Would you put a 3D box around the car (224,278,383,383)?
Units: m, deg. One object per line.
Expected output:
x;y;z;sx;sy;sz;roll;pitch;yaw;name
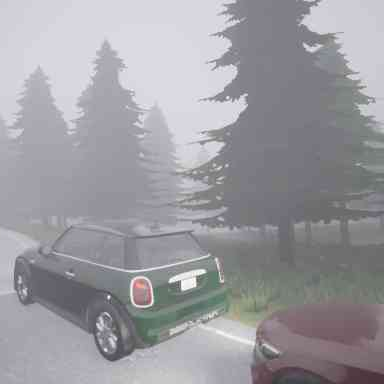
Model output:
2.753;1.532;2.593;4.674;1.442;1.812;1;0;36;car

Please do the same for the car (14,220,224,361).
-1.577;1.308;6.213;4.553;1.767;2.097;1;1;44;car
